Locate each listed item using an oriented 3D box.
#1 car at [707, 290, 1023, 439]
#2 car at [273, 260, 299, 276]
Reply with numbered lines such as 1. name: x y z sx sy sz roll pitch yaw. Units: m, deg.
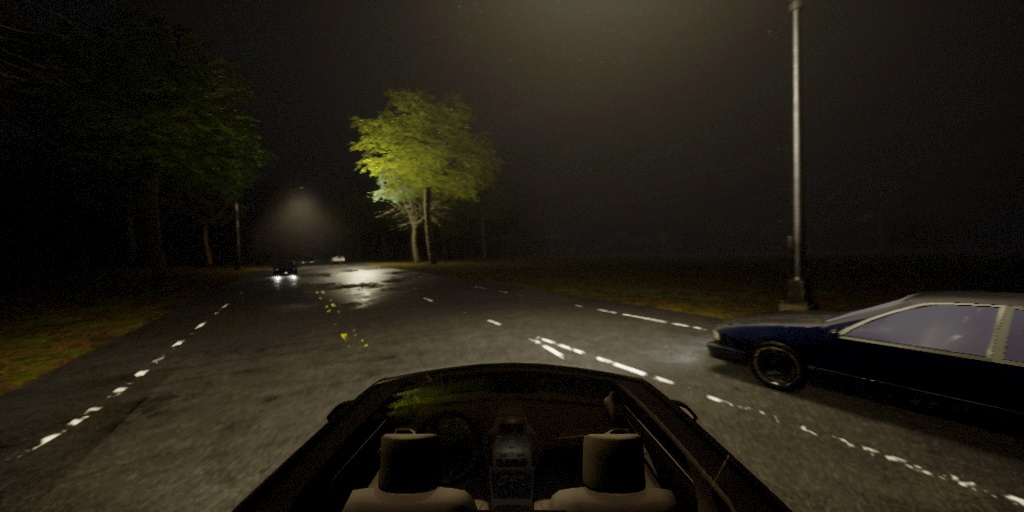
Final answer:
1. car: 5.170 1.110 3.889 2.033 1.411 5.357 -2 2 -31
2. car: -21.201 1.066 33.655 2.033 1.411 5.357 -3 2 -32
